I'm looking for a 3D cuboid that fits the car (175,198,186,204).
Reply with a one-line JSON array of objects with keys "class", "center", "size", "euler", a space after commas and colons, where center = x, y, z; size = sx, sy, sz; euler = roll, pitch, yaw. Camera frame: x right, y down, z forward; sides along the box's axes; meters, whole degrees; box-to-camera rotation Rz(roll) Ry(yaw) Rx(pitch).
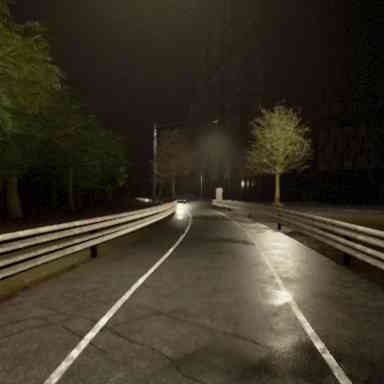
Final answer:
[{"class": "car", "center": [-2.517, 1.771, 65.776], "size": [1.895, 1.301, 4.718], "euler": [0, 0, -14]}]
